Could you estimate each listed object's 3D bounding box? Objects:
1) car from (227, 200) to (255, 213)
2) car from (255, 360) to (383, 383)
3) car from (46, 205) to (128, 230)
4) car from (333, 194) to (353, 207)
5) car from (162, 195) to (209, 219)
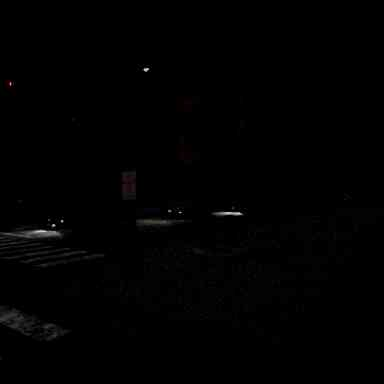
[{"bbox_3d":[5.700,1.623,38.628,1.994,1.385,4.181,0,0,35],"label":"car"},{"bbox_3d":[2.143,1.551,1.314,4.403,1.369,2.008,0,0,36],"label":"car"},{"bbox_3d":[-6.484,1.567,21.441,2.033,1.411,5.357,0,0,35],"label":"car"},{"bbox_3d":[24.020,1.348,52.927,2.150,2.045,5.566,0,0,35],"label":"car"},{"bbox_3d":[-0.306,1.260,30.163,2.150,2.045,5.566,0,0,35],"label":"car"}]
